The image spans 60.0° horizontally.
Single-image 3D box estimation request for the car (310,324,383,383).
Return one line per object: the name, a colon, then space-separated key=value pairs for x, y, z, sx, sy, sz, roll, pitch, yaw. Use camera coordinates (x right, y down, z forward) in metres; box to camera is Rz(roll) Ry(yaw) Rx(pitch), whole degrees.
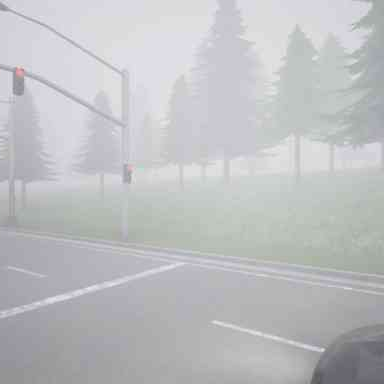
car: x=3.161 y=1.505 z=1.732 sx=4.892 sy=1.490 sz=1.837 roll=0 pitch=0 yaw=35
